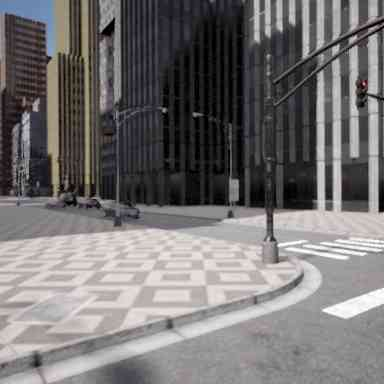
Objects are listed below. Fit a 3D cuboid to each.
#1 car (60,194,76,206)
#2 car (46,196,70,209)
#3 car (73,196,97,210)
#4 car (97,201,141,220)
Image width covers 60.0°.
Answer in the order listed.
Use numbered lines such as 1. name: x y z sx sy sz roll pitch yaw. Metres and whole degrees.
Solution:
1. car: -19.860 1.285 52.638 2.150 2.045 5.566 -1 0 -35
2. car: -18.867 1.596 46.067 1.812 1.442 4.674 -1 0 -35
3. car: -13.783 1.541 44.189 1.837 1.490 4.892 -1 0 -35
4. car: -6.006 1.515 27.867 1.837 1.490 4.892 -1 0 -35
